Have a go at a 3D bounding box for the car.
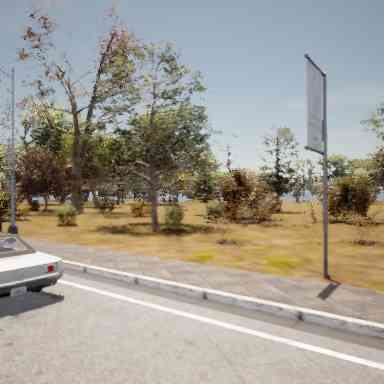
[{"bbox_3d":[-5.111,1.602,7.642,4.718,1.301,1.895,0,0,36],"label":"car"}]
